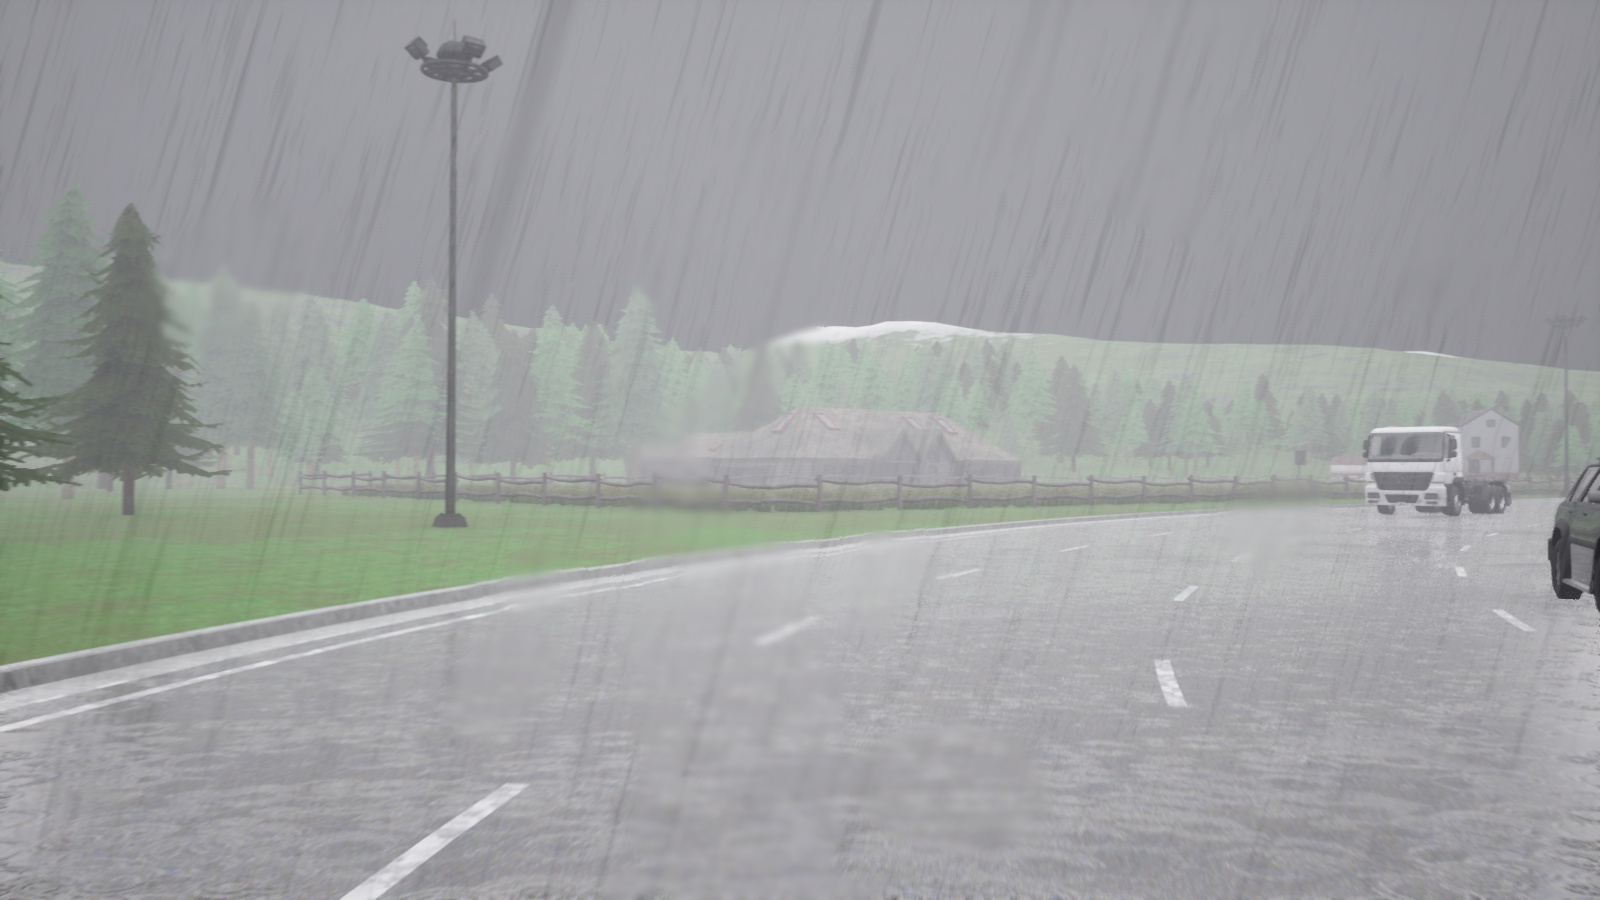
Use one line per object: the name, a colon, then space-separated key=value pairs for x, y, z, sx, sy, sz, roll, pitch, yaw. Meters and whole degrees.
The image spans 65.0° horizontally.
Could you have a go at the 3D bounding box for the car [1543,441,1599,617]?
car: x=9.802 y=0.838 z=14.052 sx=1.932 sy=1.855 sz=4.605 roll=-1 pitch=-1 yaw=23

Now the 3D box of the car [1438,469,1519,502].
car: x=32.968 y=1.685 z=60.976 sx=4.514 sy=1.525 sz=2.007 roll=1 pitch=-1 yaw=-41

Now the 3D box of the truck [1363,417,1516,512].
truck: x=25.144 y=0.582 z=49.177 sx=7.936 sy=3.462 sz=2.891 roll=1 pitch=-1 yaw=-44
